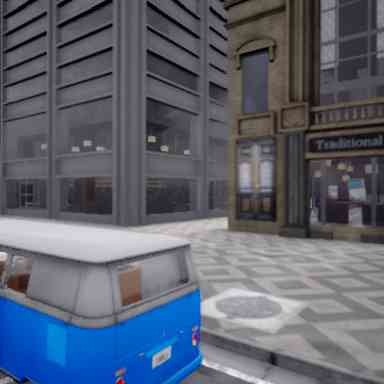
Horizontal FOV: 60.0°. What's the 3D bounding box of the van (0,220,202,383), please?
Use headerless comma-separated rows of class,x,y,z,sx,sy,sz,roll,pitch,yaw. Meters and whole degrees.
van,-1.793,1.322,4.245,3.998,1.788,1.690,0,0,36
